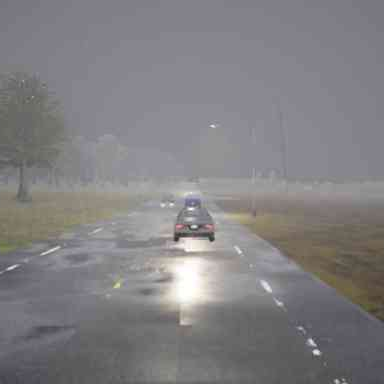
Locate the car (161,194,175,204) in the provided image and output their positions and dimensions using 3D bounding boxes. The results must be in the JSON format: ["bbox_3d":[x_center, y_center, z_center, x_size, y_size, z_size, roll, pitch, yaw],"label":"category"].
[{"bbox_3d":[-3.549,0.935,49.781,2.033,1.411,5.357,0,1,1],"label":"car"}]

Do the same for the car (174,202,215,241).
[{"bbox_3d":[0.093,1.457,16.195,2.033,1.411,5.357,0,0,0],"label":"car"}]

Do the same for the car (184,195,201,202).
[{"bbox_3d":[0.079,1.084,39.932,1.882,1.535,5.008,0,1,0],"label":"car"}]
